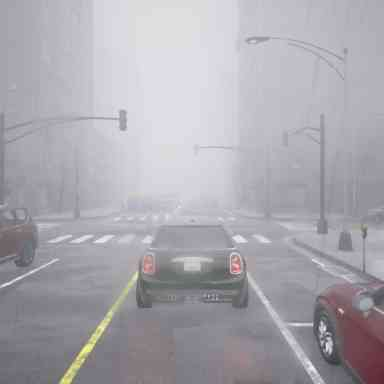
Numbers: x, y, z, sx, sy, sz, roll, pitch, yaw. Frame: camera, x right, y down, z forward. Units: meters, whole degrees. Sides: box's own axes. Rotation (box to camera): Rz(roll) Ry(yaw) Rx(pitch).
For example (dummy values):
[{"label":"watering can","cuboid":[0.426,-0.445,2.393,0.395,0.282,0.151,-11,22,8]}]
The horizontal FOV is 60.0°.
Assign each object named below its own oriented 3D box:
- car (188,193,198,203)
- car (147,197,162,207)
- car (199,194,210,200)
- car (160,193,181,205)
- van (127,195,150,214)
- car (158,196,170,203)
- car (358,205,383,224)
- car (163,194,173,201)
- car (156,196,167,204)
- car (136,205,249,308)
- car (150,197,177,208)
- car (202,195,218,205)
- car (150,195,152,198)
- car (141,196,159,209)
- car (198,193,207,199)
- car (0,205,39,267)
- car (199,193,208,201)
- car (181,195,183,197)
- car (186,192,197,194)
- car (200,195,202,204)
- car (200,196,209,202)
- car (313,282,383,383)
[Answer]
[{"label":"car","cuboid":[0.107,1.515,66.609,1.812,1.442,4.674,0,0,0]},{"label":"car","cuboid":[-5.817,1.537,52.370,1.887,1.381,4.507,0,0,0]},{"label":"car","cuboid":[2.713,1.557,57.980,1.947,1.339,4.313,0,0,0]},{"label":"car","cuboid":[-3.066,1.216,46.266,2.150,2.045,5.566,0,0,0]},{"label":"van","cuboid":[-5.830,1.337,35.582,1.690,1.788,3.998,0,0,0]},{"label":"car","cuboid":[-5.804,1.540,69.158,2.008,1.369,4.403,0,0,0]},{"label":"car","cuboid":[14.395,1.515,23.743,4.674,1.442,1.812,0,0,1]},{"label":"car","cuboid":[-5.795,1.302,80.349,2.192,1.841,5.009,0,0,0]},{"label":"car","cuboid":[-5.808,1.515,63.392,1.752,1.417,4.829,0,0,0]},{"label":"car","cuboid":[0.016,1.352,8.056,2.097,1.767,4.553,0,0,0]},{"label":"car","cuboid":[-3.073,1.544,35.948,2.033,1.411,5.357,0,0,0]},{"label":"car","cuboid":[2.705,1.519,46.961,1.752,1.417,4.829,0,0,0]},{"label":"car","cuboid":[-5.826,1.310,41.179,2.192,1.841,5.009,0,0,0]},{"label":"car","cuboid":[-5.822,1.434,46.774,1.967,1.590,4.097,0,0,0]},{"label":"car","cuboid":[2.718,1.305,63.574,2.192,1.841,5.009,0,0,0]},{"label":"car","cuboid":[-5.852,1.315,8.635,2.192,1.841,5.009,0,0,0]},{"label":"car","cuboid":[3.069,1.210,86.585,2.150,2.045,5.566,0,0,0]},{"label":"car","cuboid":[-3.039,1.593,56.538,1.895,1.301,4.718,0,0,0]},{"label":"car","cuboid":[0.060,1.362,76.576,1.812,1.442,4.674,0,0,0]},{"label":"car","cuboid":[2.709,1.544,52.386,2.008,1.369,4.403,0,0,0]},{"label":"car","cuboid":[2.727,1.570,74.763,1.802,1.307,4.206,0,0,0]},{"label":"car","cuboid":[2.670,1.440,3.130,1.967,1.590,4.097,0,0,0]}]
